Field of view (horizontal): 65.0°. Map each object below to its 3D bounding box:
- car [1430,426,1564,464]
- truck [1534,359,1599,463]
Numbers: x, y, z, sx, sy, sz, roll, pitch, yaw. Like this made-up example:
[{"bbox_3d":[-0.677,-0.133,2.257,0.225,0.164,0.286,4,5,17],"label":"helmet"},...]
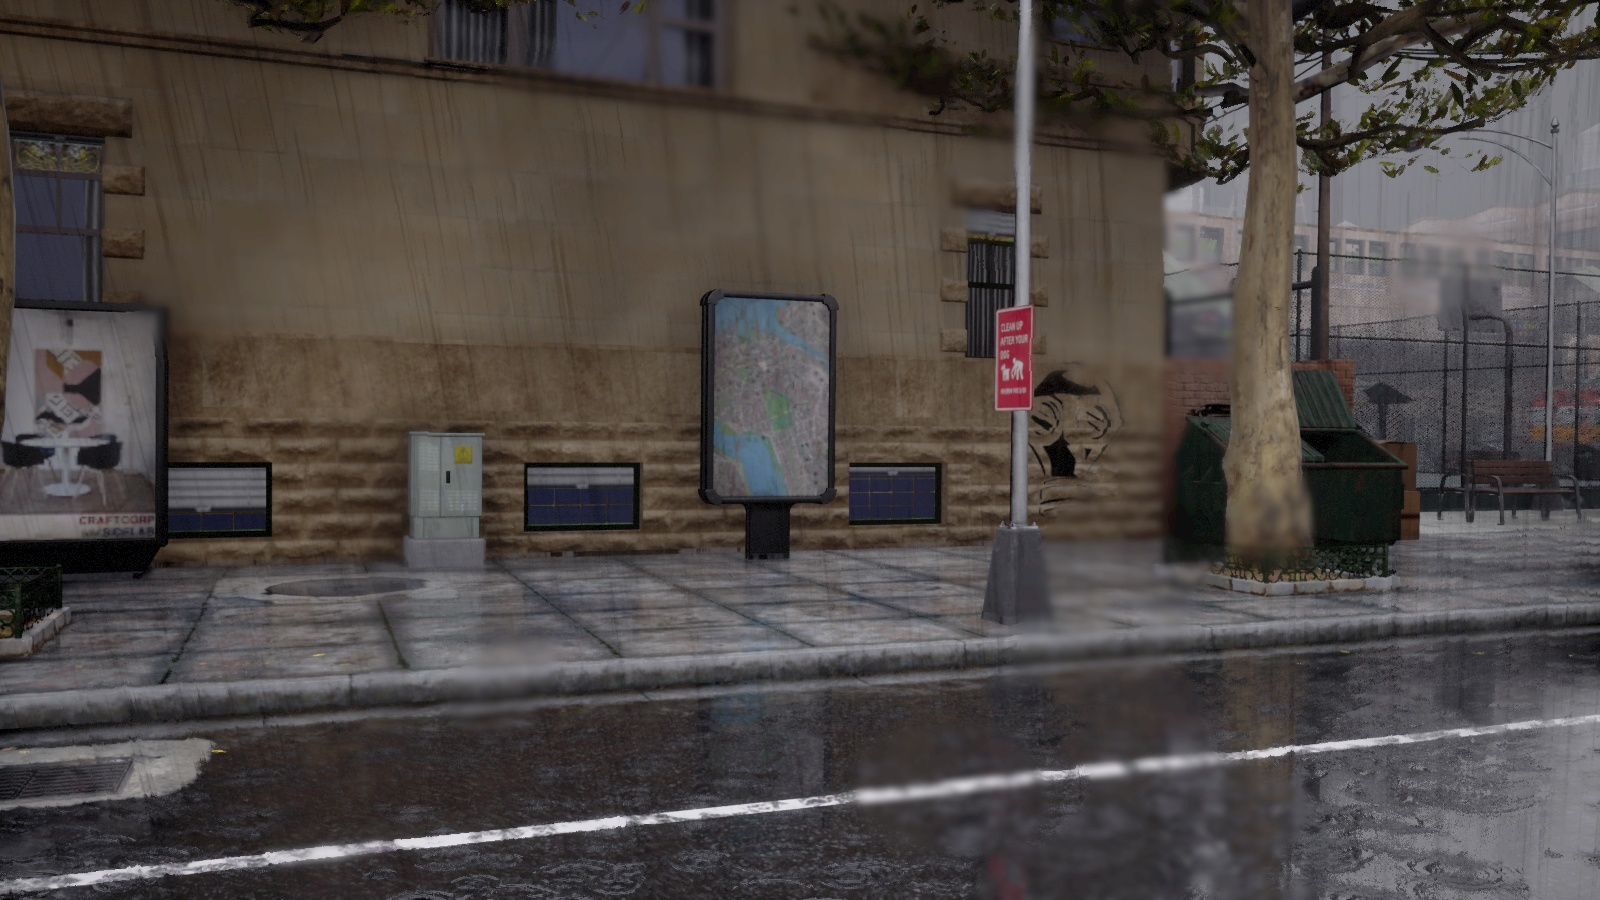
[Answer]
[{"bbox_3d":[26.647,-0.210,48.174,1.994,1.385,4.181,-1,1,-21],"label":"car"},{"bbox_3d":[31.431,-1.445,45.414,2.891,3.827,8.468,-1,1,-21],"label":"truck"}]
